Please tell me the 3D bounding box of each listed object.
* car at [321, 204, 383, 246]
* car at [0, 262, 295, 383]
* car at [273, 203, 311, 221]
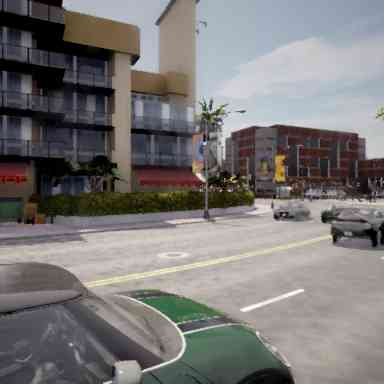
[{"bbox_3d":[8.016,1.486,15.407,2.128,1.511,4.902,0,0,42],"label":"car"},{"bbox_3d":[-1.289,1.349,2.381,4.553,1.767,2.097,0,0,-36],"label":"car"},{"bbox_3d":[8.099,1.551,26.776,1.994,1.385,4.181,0,0,35],"label":"car"}]
